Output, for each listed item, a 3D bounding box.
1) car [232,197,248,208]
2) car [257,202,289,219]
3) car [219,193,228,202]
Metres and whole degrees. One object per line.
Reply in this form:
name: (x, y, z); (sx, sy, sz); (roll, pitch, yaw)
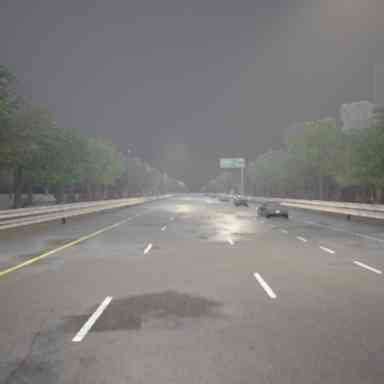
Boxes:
car: (7.123, 1.528, 49.485); (1.837, 1.490, 4.892); (0, 0, 0)
car: (7.042, 1.580, 29.275); (1.994, 1.385, 4.181); (0, 0, 0)
car: (7.309, 1.571, 77.330); (1.994, 1.385, 4.181); (0, 0, 0)
